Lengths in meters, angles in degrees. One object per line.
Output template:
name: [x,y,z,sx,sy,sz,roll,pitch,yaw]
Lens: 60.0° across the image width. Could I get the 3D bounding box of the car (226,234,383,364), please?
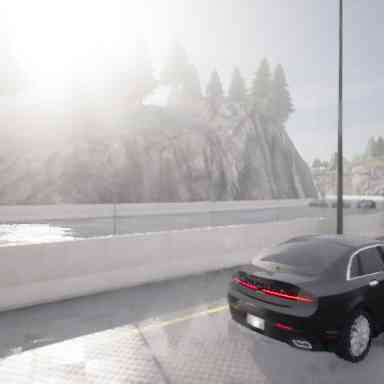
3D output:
car: [2.782,1.531,5.964,4.892,1.490,1.837,1,0,-37]
